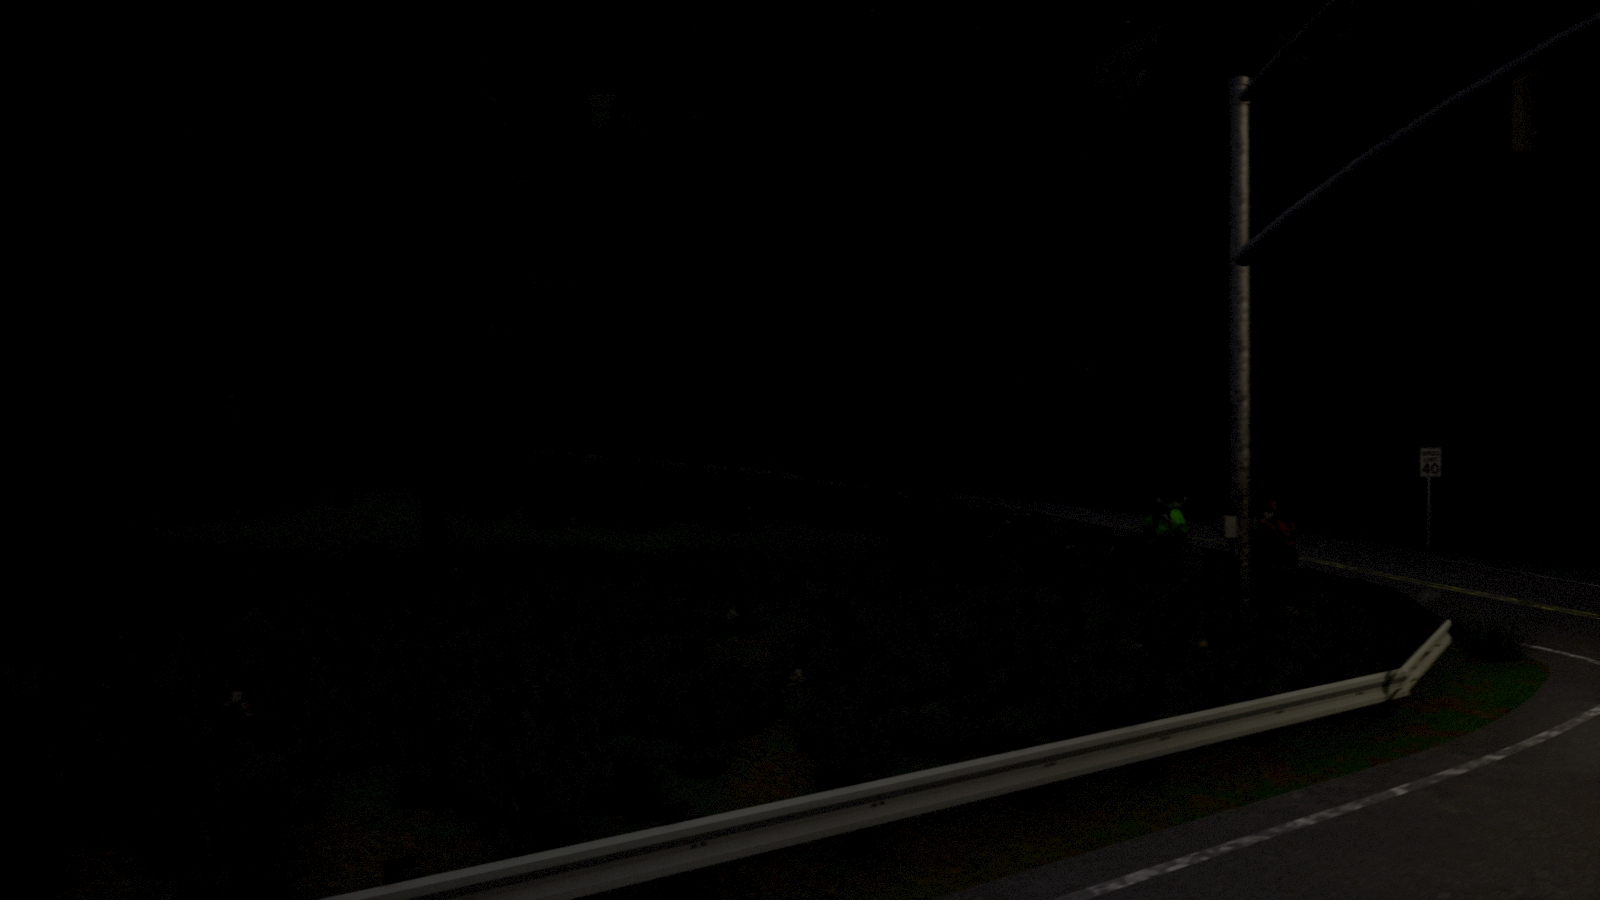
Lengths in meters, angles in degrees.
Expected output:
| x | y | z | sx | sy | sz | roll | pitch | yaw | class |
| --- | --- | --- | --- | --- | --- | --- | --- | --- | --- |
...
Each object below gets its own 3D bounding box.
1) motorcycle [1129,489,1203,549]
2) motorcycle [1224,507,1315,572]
| x | y | z | sx | sy | sz | roll | pitch | yaw | class |
| --- | --- | --- | --- | --- | --- | --- | --- | --- | --- |
| 9.355 | 1.742 | 29.304 | 0.856 | 1.316 | 1.805 | 0 | 3 | -19 | motorcycle |
| 10.416 | 1.959 | 25.433 | 0.803 | 1.199 | 2.033 | 0 | 2 | -14 | motorcycle |
